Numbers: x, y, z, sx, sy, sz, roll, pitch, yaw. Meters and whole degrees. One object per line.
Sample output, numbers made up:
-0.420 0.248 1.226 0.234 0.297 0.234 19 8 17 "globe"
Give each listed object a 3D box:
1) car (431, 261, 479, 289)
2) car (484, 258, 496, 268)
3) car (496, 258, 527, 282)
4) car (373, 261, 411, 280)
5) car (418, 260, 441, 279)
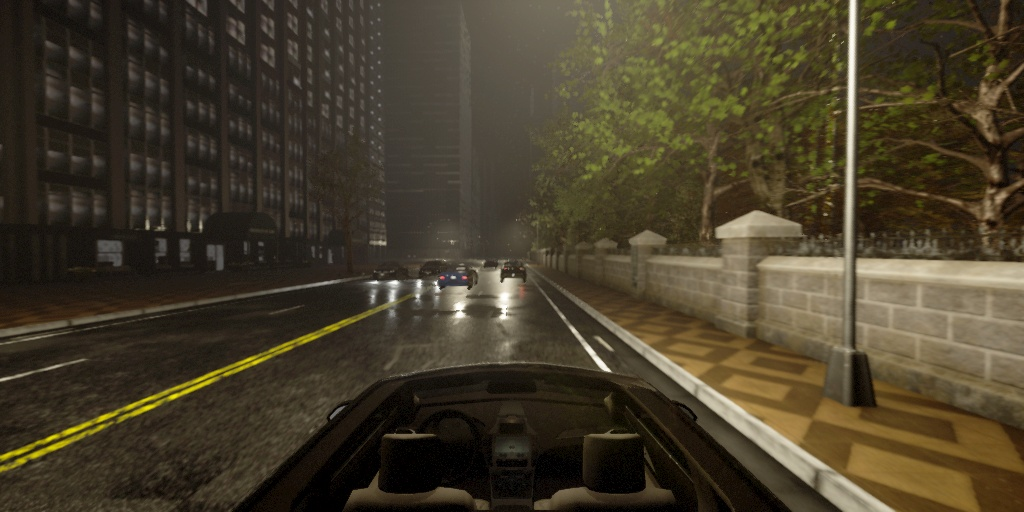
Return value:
-3.149 1.193 21.742 2.033 1.411 5.357 0 0 0 "car"
-3.147 1.046 54.833 1.994 1.385 4.181 0 0 0 "car"
0.101 1.109 27.344 2.128 1.511 4.902 0 0 0 "car"
-9.786 1.131 29.416 1.812 1.442 4.674 0 0 1 "car"
-6.528 1.109 30.214 1.837 1.490 4.892 0 0 0 "car"
